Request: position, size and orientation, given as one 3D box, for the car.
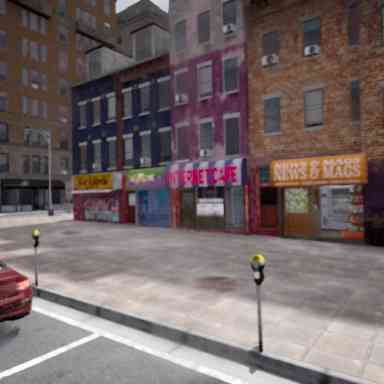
[{"bbox_3d":[-4.559,1.629,6.079,4.206,1.307,1.802,0,-1,36],"label":"car"}]
